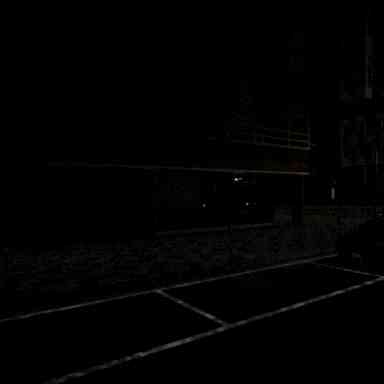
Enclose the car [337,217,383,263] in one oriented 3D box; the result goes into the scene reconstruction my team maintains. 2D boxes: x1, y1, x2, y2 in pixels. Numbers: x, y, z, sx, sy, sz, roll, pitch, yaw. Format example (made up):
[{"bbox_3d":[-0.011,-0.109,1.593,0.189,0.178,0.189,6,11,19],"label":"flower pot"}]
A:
[{"bbox_3d":[6.764,1.563,11.365,4.313,1.339,1.947,0,0,-36],"label":"car"}]
